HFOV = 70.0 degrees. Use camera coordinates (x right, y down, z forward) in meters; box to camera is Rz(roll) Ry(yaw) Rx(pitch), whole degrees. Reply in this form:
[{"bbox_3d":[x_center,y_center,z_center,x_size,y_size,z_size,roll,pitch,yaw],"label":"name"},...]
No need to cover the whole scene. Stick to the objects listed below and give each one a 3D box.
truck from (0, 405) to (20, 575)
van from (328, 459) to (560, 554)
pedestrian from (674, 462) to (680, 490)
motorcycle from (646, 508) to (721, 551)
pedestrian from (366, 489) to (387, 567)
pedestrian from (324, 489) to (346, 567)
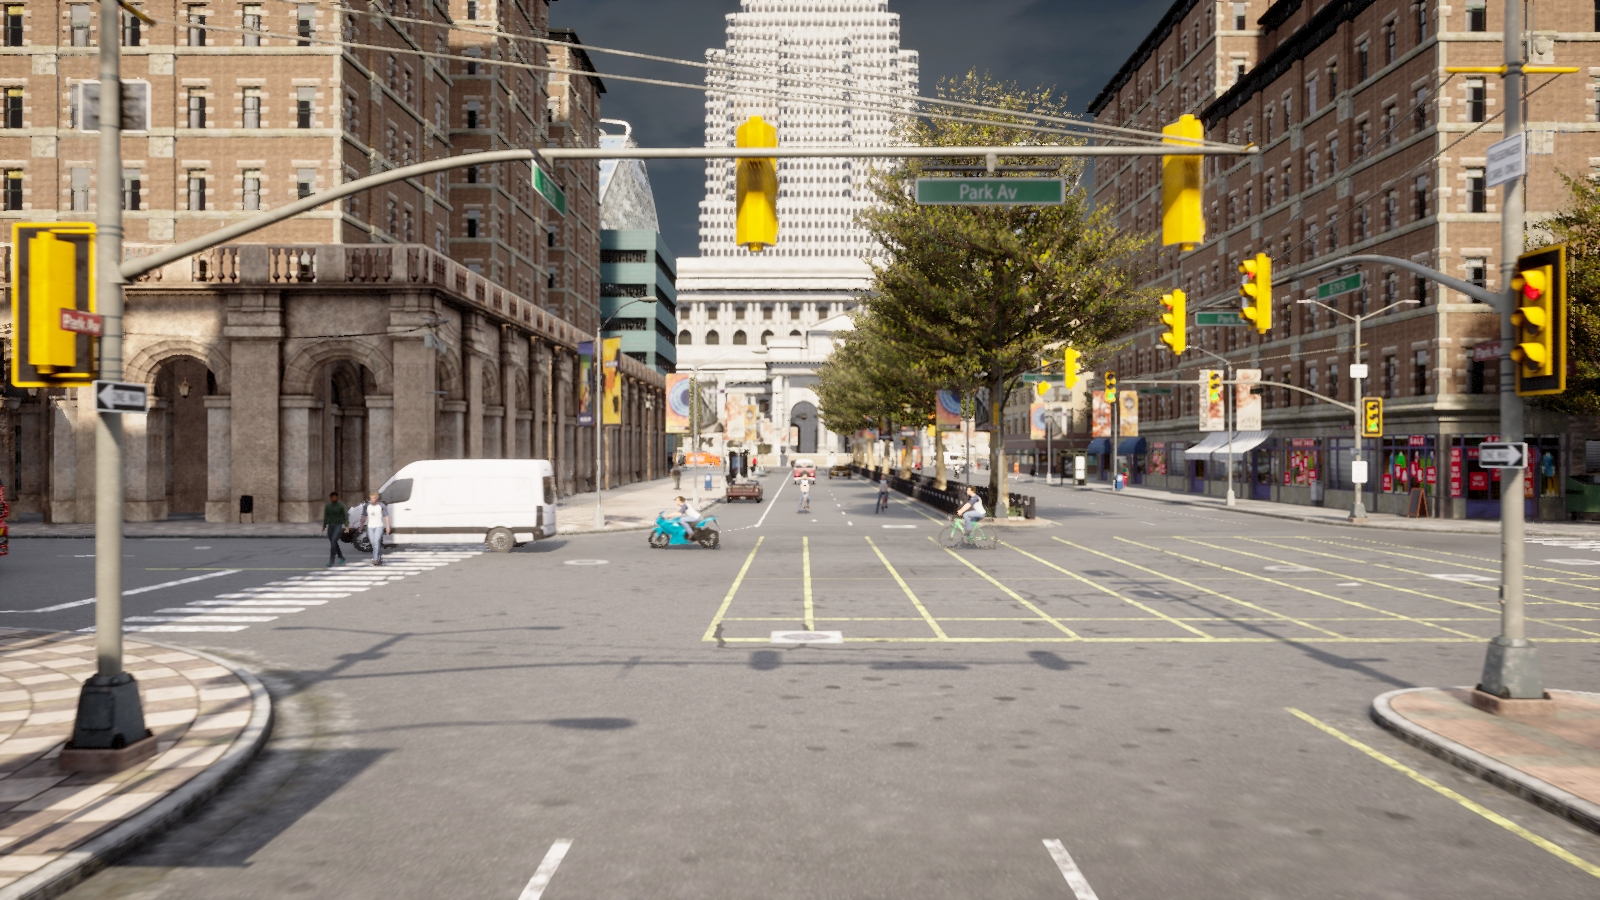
[{"bbox_3d":[-22.242,0.909,24.930,8.468,3.827,2.891,0,0,0],"label":"truck"},{"bbox_3d":[-9.926,1.557,32.192,5.915,2.561,1.988,0,0,0],"label":"van"},{"bbox_3d":[-8.266,1.746,76.825,0.375,1.860,0.375,0,0,2],"label":"pedestrian"},{"bbox_3d":[-3.273,2.234,32.194,2.033,1.145,0.803,0,0,0],"label":"motorcycle"},{"bbox_3d":[-10.185,1.868,27.508,0.375,1.860,0.375,0,0,-1],"label":"pedestrian"},{"bbox_3d":[-11.208,1.867,27.564,0.375,1.860,0.375,0,0,0],"label":"pedestrian"}]
